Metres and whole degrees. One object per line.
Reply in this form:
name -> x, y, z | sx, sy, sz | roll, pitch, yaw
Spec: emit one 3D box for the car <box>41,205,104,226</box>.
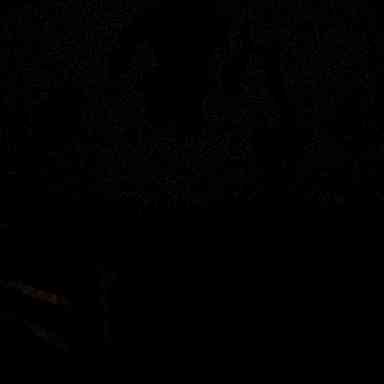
car -> -9.186, 1.786, 26.125 | 1.882, 1.535, 5.008 | -1, -1, 35
